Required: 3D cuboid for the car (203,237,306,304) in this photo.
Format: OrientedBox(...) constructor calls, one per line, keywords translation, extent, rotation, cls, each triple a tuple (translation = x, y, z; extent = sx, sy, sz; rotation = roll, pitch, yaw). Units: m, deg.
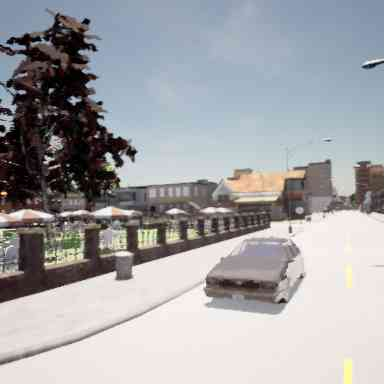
OrientedBox(translation=(2.160, 2.062, 9.805), extent=(2.033, 1.411, 5.357), rotation=(-3, -4, 26), cls="car")
